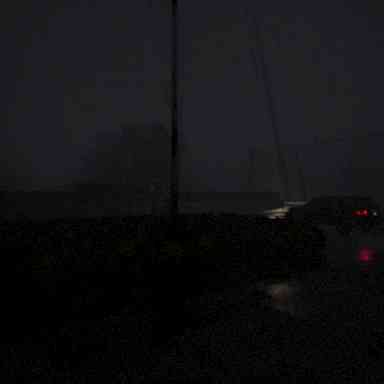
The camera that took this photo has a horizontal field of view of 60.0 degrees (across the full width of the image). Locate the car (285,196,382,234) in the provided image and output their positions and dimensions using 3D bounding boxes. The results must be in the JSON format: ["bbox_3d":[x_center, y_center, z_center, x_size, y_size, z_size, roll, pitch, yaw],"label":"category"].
[{"bbox_3d":[8.166,1.234,19.696,2.150,2.045,5.566,0,0,-32],"label":"car"}]
